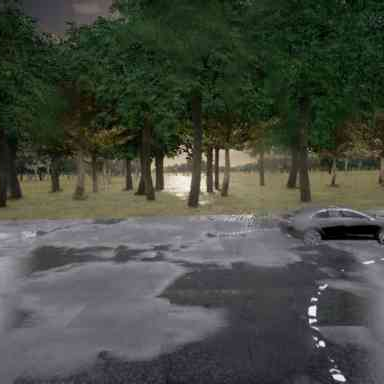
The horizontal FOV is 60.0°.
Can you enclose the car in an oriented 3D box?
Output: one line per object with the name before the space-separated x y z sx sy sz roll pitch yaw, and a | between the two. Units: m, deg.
car | 5.951 1.299 13.526 4.902 1.511 2.128 -1 3 0
